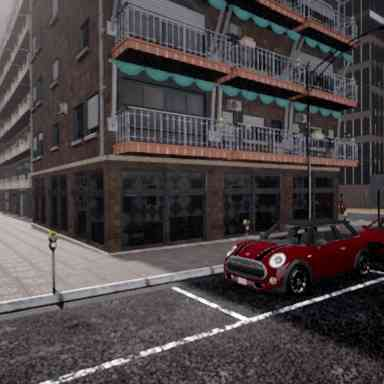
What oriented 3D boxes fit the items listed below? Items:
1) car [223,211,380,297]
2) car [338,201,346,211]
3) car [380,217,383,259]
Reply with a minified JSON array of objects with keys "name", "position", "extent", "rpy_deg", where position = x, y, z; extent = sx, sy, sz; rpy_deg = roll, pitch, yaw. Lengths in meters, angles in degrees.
[{"name":"car","position":[2.729,1.444,8.512],"extent":[4.097,1.590,1.967],"rpy_deg":[0,-1,-35]},{"name":"car","position":[16.498,1.771,40.603],"extent":[1.967,1.590,4.097],"rpy_deg":[-2,0,-36]},{"name":"car","position":[7.228,1.552,11.717],"extent":[4.507,1.381,1.887],"rpy_deg":[0,-1,-35]}]
